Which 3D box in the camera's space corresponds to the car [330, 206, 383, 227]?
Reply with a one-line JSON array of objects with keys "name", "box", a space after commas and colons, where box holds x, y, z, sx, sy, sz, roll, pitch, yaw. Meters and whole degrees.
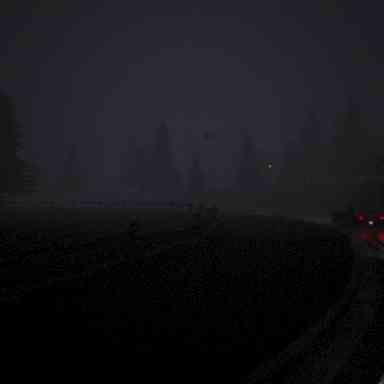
[{"name": "car", "box": [11.098, 1.619, 22.626, 1.895, 1.301, 4.718, 0, 0, 3]}]

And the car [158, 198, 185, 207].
[{"name": "car", "box": [-3.606, 1.699, 54.119, 4.892, 1.490, 1.837, 0, -1, 24]}]
